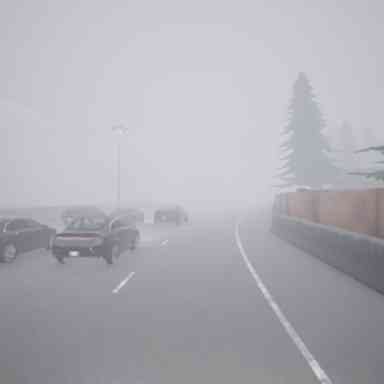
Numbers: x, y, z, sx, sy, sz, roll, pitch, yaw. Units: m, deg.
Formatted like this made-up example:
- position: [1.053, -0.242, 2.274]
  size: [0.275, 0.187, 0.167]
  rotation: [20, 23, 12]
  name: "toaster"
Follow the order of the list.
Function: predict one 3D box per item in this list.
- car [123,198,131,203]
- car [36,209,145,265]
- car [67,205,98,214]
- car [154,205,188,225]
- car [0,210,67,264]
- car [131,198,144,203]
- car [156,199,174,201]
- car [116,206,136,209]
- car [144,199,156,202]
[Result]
- position: [-14.345, 2.160, 78.598]
  size: [2.097, 1.767, 4.553]
  rotation: [0, -1, 24]
  name: "car"
- position: [-3.273, 1.619, 12.197]
  size: [2.128, 1.511, 4.902]
  rotation: [0, 0, 5]
  name: "car"
- position: [-8.648, 1.784, 26.988]
  size: [1.837, 1.490, 4.892]
  rotation: [0, 0, 10]
  name: "car"
- position: [-1.592, 1.752, 26.675]
  size: [1.882, 1.535, 5.008]
  rotation: [0, 0, 10]
  name: "car"
- position: [-6.768, 1.635, 12.378]
  size: [1.837, 1.490, 4.892]
  rotation: [0, 0, 5]
  name: "car"
- position: [-11.293, 2.313, 76.852]
  size: [2.128, 1.511, 4.902]
  rotation: [0, -1, 24]
  name: "car"
- position: [-5.179, 2.293, 73.426]
  size: [2.033, 1.411, 5.357]
  rotation: [0, -1, 24]
  name: "car"
- position: [-5.177, 1.837, 26.508]
  size: [1.994, 1.385, 4.181]
  rotation: [0, -1, 10]
  name: "car"
- position: [-8.248, 2.365, 75.110]
  size: [1.895, 1.301, 4.718]
  rotation: [0, -1, 24]
  name: "car"
